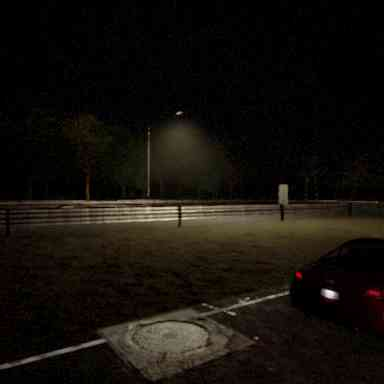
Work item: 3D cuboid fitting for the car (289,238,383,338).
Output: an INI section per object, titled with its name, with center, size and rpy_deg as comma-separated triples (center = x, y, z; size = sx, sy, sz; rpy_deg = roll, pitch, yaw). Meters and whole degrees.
[car]
center = 3.832, 1.616, 6.473
size = 4.181, 1.385, 1.994
rpy_deg = 1, 0, -35
